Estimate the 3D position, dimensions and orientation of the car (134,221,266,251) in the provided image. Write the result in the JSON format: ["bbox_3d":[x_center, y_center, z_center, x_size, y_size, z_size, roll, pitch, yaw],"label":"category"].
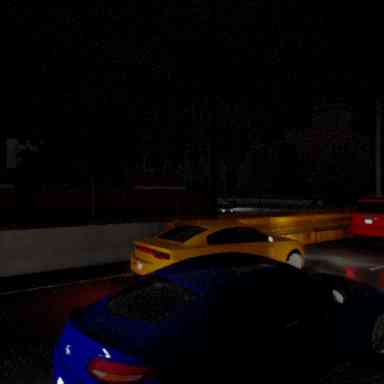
[{"bbox_3d":[0.886,1.490,8.655,5.008,1.535,1.882,1,0,-35],"label":"car"}]

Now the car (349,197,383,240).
[{"bbox_3d":[9.249,1.259,14.610,5.566,2.045,2.150,0,0,-33],"label":"car"}]

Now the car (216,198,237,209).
[{"bbox_3d":[3.679,1.592,46.538,1.812,1.442,4.674,0,0,-33],"label":"car"}]

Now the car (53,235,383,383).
[{"bbox_3d":[0.742,1.532,4.266,4.674,1.442,1.812,0,0,-35],"label":"car"}]
